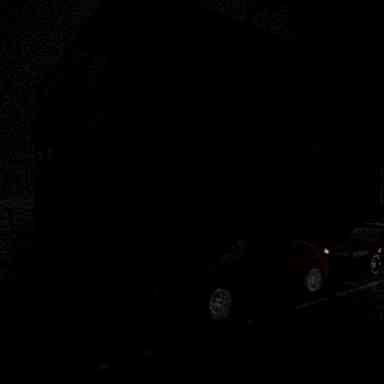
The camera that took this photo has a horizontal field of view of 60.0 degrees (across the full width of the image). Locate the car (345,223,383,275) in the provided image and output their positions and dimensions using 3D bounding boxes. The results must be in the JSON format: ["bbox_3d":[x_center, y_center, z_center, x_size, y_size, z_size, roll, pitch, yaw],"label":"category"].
[{"bbox_3d":[5.710,1.657,10.599,4.206,1.307,1.802,0,0,-35],"label":"car"}]

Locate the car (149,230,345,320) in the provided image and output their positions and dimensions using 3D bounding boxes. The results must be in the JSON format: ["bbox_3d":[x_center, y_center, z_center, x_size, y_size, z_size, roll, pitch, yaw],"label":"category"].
[{"bbox_3d":[1.211,1.581,7.393,4.507,1.381,1.887,0,0,-35],"label":"car"}]
